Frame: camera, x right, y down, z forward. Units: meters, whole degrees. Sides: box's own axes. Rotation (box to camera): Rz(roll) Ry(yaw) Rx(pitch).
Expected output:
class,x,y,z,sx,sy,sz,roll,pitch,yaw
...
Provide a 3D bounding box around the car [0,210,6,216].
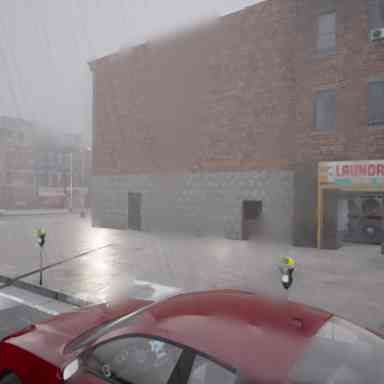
class,x,y,z,sx,sy,sz,roll,pitch,yaw
car,-19.608,1.826,29.907,1.895,1.301,4.718,1,0,37

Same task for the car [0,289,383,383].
class,x,y,z,sx,sy,sz,roll,pitch,yaw
car,0.102,1.544,2.727,4.507,1.381,1.887,0,1,36
